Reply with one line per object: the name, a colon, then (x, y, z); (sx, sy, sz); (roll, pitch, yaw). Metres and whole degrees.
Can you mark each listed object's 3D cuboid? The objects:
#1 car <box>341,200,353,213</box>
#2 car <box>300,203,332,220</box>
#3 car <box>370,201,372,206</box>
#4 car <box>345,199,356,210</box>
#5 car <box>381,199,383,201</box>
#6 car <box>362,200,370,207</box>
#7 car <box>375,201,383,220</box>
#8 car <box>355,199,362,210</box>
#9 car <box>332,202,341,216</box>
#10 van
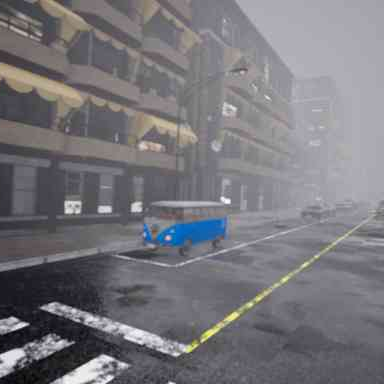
car: (20.291, 2.089, 45.509); (1.947, 1.339, 4.313); (3, 1, 32)
car: (11.520, 1.816, 31.290); (1.947, 1.339, 4.313); (3, 1, 32)
car: (43.682, 2.828, 83.425); (1.947, 1.339, 4.313); (3, 1, 32)
car: (23.128, 2.138, 50.102); (1.752, 1.417, 4.829); (3, 1, 32)
car: (25.419, 1.952, 42.975); (2.150, 2.045, 5.566); (2, 1, 32)
car: (37.835, 2.621, 73.945); (1.887, 1.381, 4.507); (3, 1, 32)
car: (19.598, 2.039, 33.458); (2.128, 1.511, 4.902); (2, 0, 31)
car: (26.152, 2.022, 54.985); (2.192, 1.841, 5.009); (3, 1, 32)
car: (14.444, 1.892, 36.029); (2.008, 1.369, 4.403); (3, 1, 32)
van: (-0.165, 1.231, 12.329); (1.690, 1.788, 3.998); (3, 1, 32)
